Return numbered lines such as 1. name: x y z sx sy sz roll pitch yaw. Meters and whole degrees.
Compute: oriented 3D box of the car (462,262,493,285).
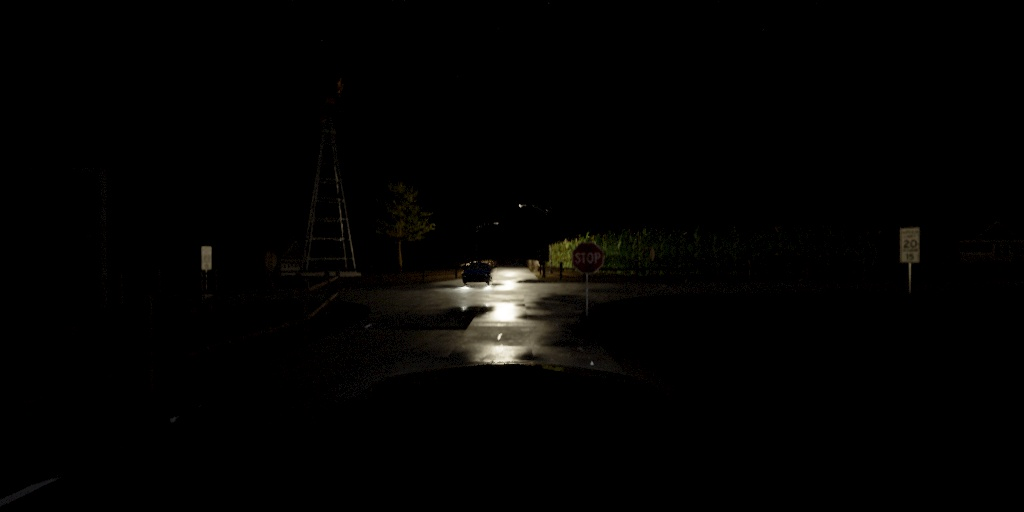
1. car: -2.446 1.216 26.378 1.882 1.535 5.008 0 1 1
